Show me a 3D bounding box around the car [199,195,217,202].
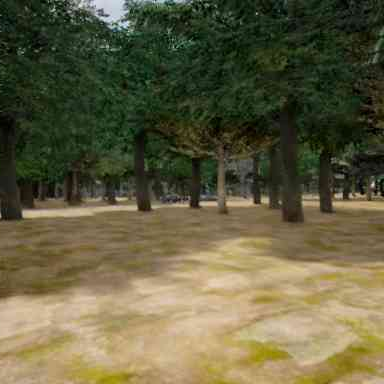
[{"bbox_3d":[2.930,1.332,68.389,2.033,1.411,5.357,-2,-1,38],"label":"car"}]

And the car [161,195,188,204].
[{"bbox_3d":[-3.472,1.330,60.101,1.837,1.490,4.892,-2,-2,38],"label":"car"}]

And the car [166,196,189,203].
[{"bbox_3d":[-2.924,1.433,66.568,1.895,1.301,4.718,-2,-1,38],"label":"car"}]
